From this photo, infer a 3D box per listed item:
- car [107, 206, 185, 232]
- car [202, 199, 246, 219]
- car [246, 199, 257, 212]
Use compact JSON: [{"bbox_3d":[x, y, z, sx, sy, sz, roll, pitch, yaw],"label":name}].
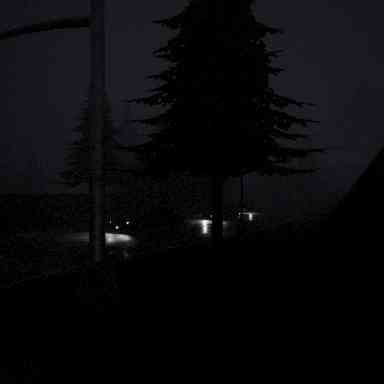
[{"bbox_3d":[-2.586,1.549,20.356,2.033,1.411,5.357,0,0,35],"label":"car"},{"bbox_3d":[2.736,1.549,29.222,2.033,1.411,5.357,0,0,26],"label":"car"},{"bbox_3d":[6.508,1.549,38.958,2.033,1.411,5.357,0,0,16],"label":"car"}]
